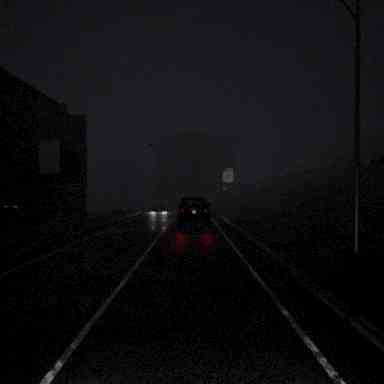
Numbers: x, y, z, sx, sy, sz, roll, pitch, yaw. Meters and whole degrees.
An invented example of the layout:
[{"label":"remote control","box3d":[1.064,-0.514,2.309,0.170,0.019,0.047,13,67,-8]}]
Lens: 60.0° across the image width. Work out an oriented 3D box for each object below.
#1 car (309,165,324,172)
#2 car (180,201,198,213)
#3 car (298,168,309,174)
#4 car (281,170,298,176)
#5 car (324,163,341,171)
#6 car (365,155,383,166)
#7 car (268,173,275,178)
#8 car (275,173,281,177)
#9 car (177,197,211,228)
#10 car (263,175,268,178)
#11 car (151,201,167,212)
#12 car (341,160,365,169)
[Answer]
[{"label":"car","box3d":[21.931,-3.723,55.413,2.231,1.521,4.892,0,1,-1]},{"label":"car","box3d":[-0.380,1.861,41.876,1.812,1.442,4.674,0,-1,-6]},{"label":"car","box3d":[21.810,-3.777,60.931,2.231,1.521,4.892,0,0,-1]},{"label":"car","box3d":[21.586,-3.987,71.869,2.185,1.767,4.553,0,0,-1]},{"label":"car","box3d":[22.158,-3.610,49.870,2.002,1.452,4.674,0,1,-2]},{"label":"car","box3d":[22.964,-3.620,38.827,2.185,1.767,4.553,0,1,-5]},{"label":"car","box3d":[21.357,-4.069,83.036,2.185,1.767,4.553,0,0,-1]},{"label":"car","box3d":[21.473,-3.861,77.363,2.002,1.452,4.674,0,0,-1]},{"label":"car","box3d":[0.130,1.321,23.106,2.150,2.045,5.566,0,0,0]},{"label":"car","box3d":[21.244,-4.105,88.556,2.185,1.767,4.553,0,0,-1]},{"label":"car","box3d":[-4.732,1.982,46.456,1.812,1.442,4.674,0,-2,-11]},{"label":"car","box3d":[22.503,-3.572,44.333,2.097,1.535,5.008,0,1,-4]}]
